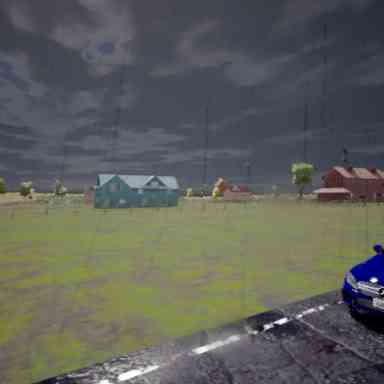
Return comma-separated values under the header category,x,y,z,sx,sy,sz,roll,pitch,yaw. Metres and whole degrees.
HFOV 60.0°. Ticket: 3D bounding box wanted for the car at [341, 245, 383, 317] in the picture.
category,x,y,z,sx,sy,sz,roll,pitch,yaw
car,4.911,1.527,6.678,4.674,1.442,1.812,0,0,-37
